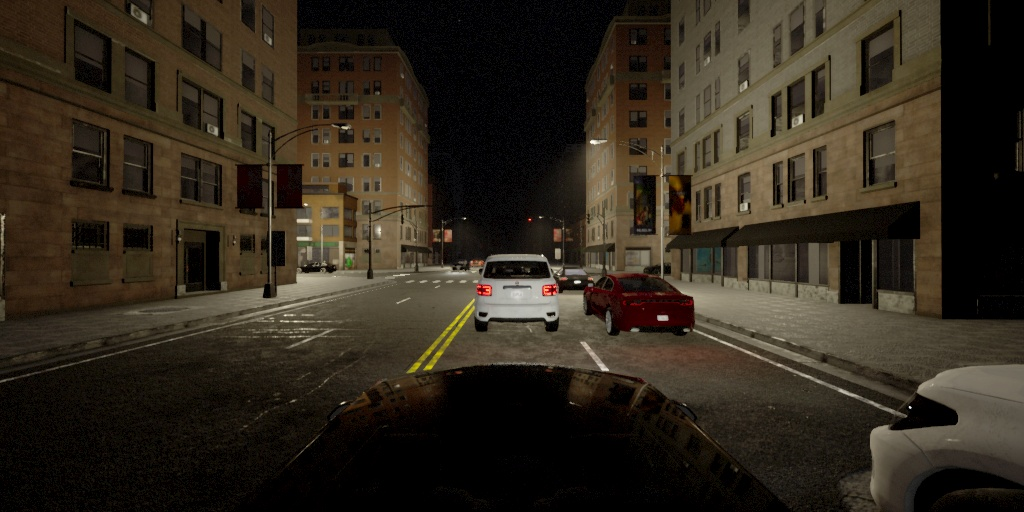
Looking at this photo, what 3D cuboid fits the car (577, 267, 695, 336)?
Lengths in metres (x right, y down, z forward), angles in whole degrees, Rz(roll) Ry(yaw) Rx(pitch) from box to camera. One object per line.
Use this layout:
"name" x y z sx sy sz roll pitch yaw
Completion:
"car" 3.369 1.227 10.441 1.882 1.535 5.008 0 0 0

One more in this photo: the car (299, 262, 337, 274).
"car" -22.042 1.325 40.345 4.313 1.339 1.948 0 0 0

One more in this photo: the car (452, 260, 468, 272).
"car" -6.501 1.236 45.989 2.128 1.511 4.902 0 0 0

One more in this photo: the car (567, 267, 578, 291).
"car" 3.389 1.313 20.529 1.994 1.385 4.181 0 0 0

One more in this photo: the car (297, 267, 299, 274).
"car" -22.101 1.169 32.320 4.097 1.591 1.967 0 0 0

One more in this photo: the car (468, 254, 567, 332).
"car" 0.123 0.971 11.009 2.150 2.045 5.566 0 0 0

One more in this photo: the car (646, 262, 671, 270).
"car" 16.111 1.350 37.882 4.181 1.385 1.994 0 0 0
